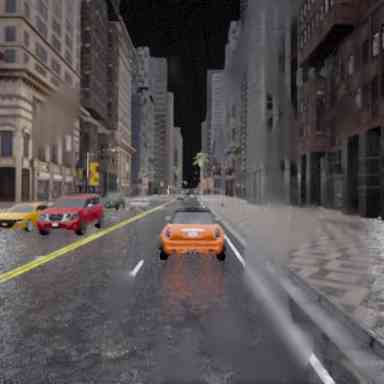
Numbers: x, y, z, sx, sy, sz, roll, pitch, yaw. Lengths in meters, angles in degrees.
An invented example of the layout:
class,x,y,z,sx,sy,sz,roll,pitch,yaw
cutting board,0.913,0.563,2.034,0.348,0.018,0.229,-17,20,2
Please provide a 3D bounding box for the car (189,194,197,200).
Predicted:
class,x,y,z,sx,sy,sz,roll,pitch,yaw
car,0.300,1.369,93.824,1.994,1.385,4.181,0,0,0

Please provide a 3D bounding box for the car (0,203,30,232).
class,x,y,z,sx,sy,sz,roll,pitch,yaw
car,-9.768,1.409,19.879,1.882,1.535,5.008,0,0,0

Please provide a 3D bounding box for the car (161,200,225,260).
class,x,y,z,sx,sy,sz,roll,pitch,yaw
car,0.035,1.347,12.607,2.097,1.767,4.553,0,0,0

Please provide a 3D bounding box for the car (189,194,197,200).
class,x,y,z,sx,sy,sz,roll,pitch,yaw
car,0.265,1.457,83.395,2.128,1.511,4.902,0,0,0

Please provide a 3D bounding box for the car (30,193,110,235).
class,x,y,z,sx,sy,sz,roll,pitch,yaw
car,-6.526,1.170,18.642,2.150,2.045,5.566,0,1,0

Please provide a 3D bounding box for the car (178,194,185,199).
class,x,y,z,sx,sy,sz,roll,pitch,yaw
car,-2.950,1.321,93.835,1.812,1.442,4.674,0,0,0

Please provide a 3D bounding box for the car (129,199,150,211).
class,x,y,z,sx,sy,sz,roll,pitch,yaw
car,-6.375,1.549,40.789,1.895,1.301,4.718,0,0,0

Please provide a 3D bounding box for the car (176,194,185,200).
class,x,y,z,sx,sy,sz,roll,pitch,yaw
car,-2.983,1.505,83.853,1.895,1.301,4.718,0,0,0

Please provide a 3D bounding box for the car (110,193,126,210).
class,x,y,z,sx,sy,sz,roll,pitch,yaw
car,-9.623,1.153,40.779,2.150,2.045,5.566,0,0,0
